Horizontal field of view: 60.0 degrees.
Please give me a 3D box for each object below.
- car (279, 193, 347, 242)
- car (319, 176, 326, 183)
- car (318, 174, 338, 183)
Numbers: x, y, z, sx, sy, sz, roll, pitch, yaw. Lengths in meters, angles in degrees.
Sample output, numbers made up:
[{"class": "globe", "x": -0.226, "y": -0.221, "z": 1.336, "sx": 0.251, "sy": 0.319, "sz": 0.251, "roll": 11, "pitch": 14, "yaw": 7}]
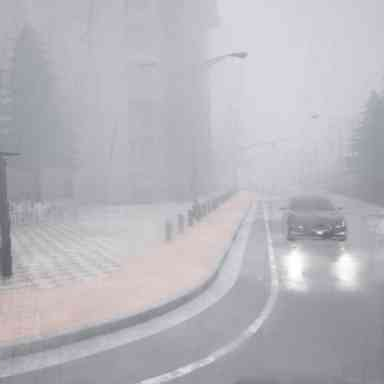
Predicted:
[{"class": "car", "x": 4.395, "y": 0.853, "z": 12.494, "sx": 1.837, "sy": 1.490, "sz": 4.892, "roll": -1, "pitch": 3, "yaw": 12}, {"class": "car", "x": 29.620, "y": -2.809, "z": 70.353, "sx": 4.605, "sy": 1.855, "sz": 1.932, "roll": -1, "pitch": 3, "yaw": 12}, {"class": "car", "x": 29.748, "y": -2.920, "z": 72.892, "sx": 3.866, "sy": 1.878, "sz": 1.905, "roll": -1, "pitch": 3, "yaw": 12}]
